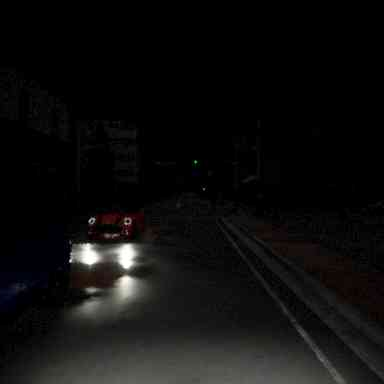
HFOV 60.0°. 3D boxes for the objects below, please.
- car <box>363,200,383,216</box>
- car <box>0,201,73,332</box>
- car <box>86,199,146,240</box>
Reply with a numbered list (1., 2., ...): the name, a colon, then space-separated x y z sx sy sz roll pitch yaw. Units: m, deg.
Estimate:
1. car: 19.199 1.518 32.382 4.674 1.442 1.812 0 0 0
2. car: -3.598 1.197 4.858 2.150 2.045 5.566 0 0 0
3. car: -3.566 1.258 16.353 2.097 1.767 4.553 0 0 0
